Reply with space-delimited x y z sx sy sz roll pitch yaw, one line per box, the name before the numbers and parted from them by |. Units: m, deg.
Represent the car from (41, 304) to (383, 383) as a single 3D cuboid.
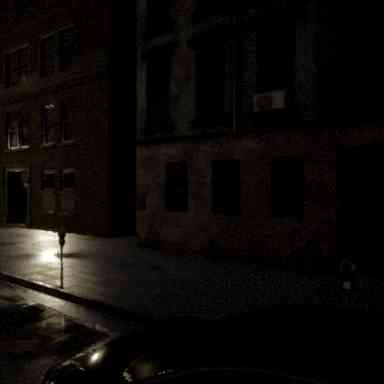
car | 0.730 1.544 2.289 4.313 1.339 1.947 1 1 35
